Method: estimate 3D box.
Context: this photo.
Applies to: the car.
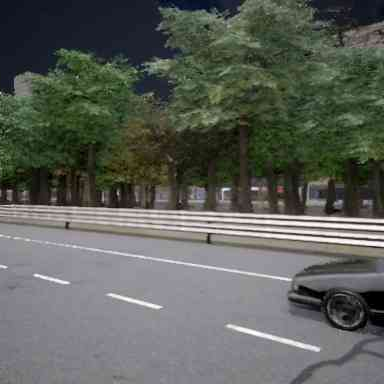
[{"bbox_3d":[4.306,1.548,5.096,5.357,1.411,2.033,0,0,36],"label":"car"}]
